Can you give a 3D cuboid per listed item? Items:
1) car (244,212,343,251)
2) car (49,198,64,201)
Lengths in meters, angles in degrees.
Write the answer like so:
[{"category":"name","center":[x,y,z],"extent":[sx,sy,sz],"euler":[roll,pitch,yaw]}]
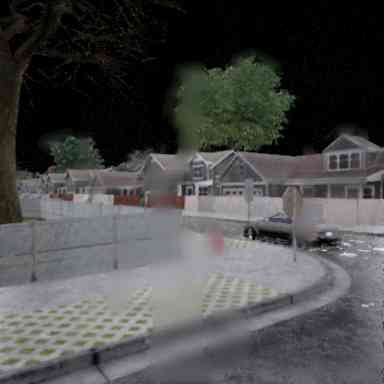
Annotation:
[{"category":"car","center":[4.072,1.534,14.009],"extent":[1.994,1.385,4.181],"euler":[-2,0,-31]},{"category":"car","center":[-18.991,1.527,46.651],"extent":[2.033,1.411,5.357],"euler":[0,0,-36]}]
